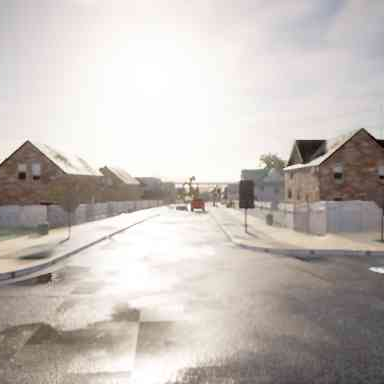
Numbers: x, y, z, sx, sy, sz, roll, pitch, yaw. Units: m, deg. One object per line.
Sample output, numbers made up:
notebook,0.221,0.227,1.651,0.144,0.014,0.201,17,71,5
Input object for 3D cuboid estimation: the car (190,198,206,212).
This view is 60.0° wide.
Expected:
car,0.922,1.988,51.997,2.150,2.045,5.566,0,-1,2

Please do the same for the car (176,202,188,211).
car,-1.680,2.386,56.239,2.033,1.411,5.357,0,-1,2
